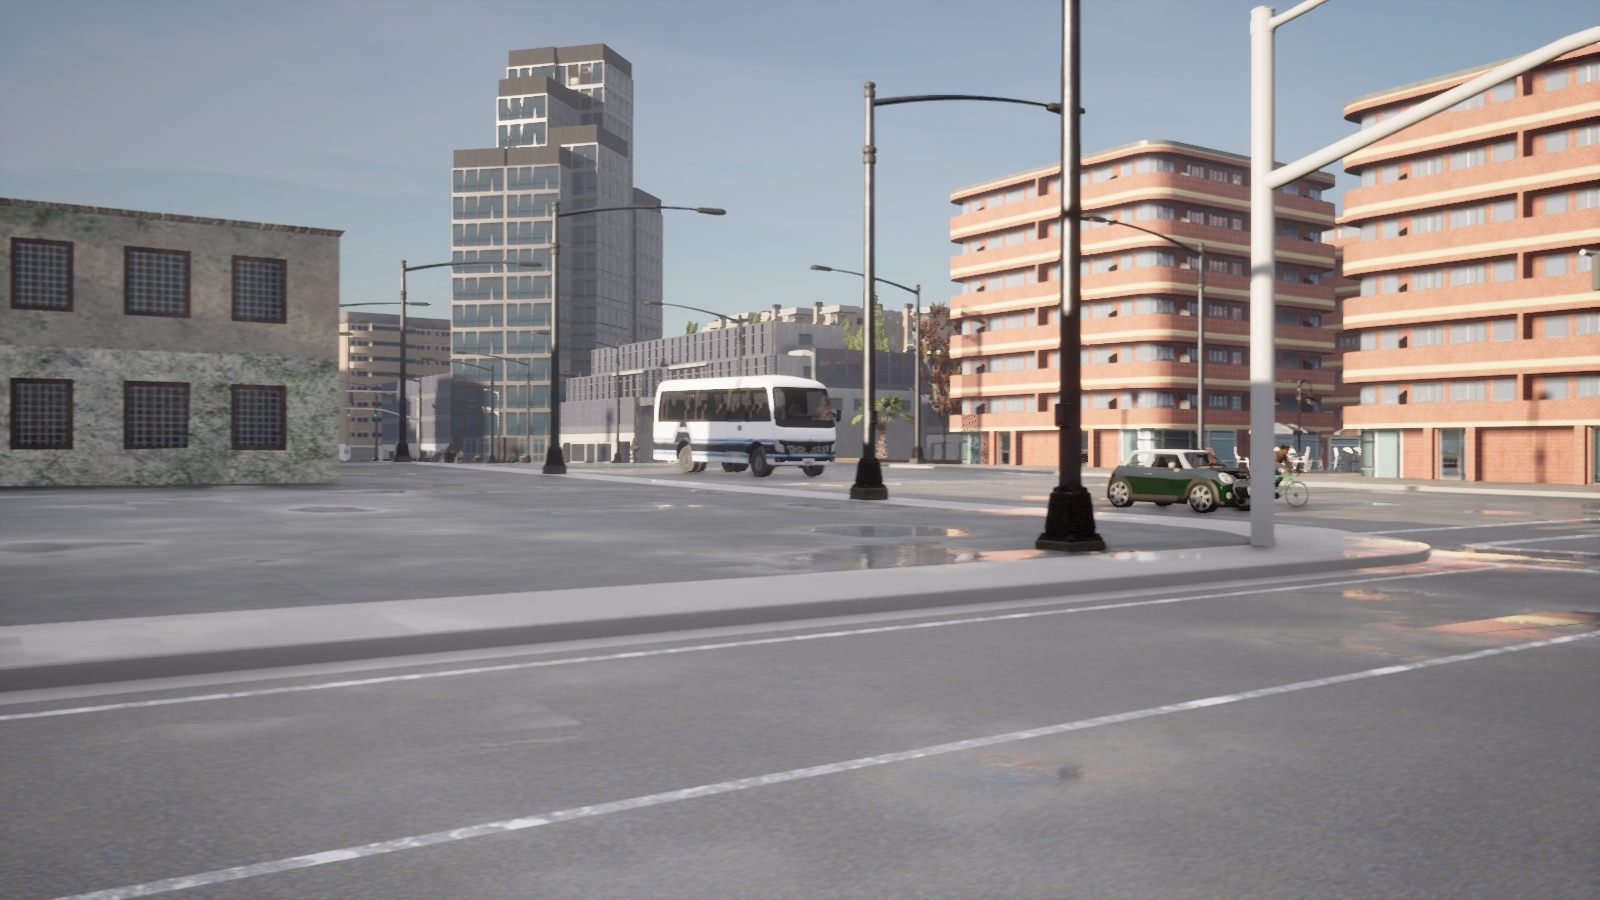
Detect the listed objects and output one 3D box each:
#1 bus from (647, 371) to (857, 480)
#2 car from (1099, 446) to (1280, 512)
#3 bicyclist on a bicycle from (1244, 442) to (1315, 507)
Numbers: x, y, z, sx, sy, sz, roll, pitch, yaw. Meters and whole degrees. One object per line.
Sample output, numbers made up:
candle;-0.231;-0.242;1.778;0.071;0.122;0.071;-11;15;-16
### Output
bus;-2.321;-1.044;54.433;3.944;4.253;10.273;0;1;-37
car;9.393;0.645;30.508;1.970;1.475;3.806;0;1;-34
bicyclist on a bicycle;12.346;0.627;32.386;0.582;1.620;1.656;0;-1;-34
